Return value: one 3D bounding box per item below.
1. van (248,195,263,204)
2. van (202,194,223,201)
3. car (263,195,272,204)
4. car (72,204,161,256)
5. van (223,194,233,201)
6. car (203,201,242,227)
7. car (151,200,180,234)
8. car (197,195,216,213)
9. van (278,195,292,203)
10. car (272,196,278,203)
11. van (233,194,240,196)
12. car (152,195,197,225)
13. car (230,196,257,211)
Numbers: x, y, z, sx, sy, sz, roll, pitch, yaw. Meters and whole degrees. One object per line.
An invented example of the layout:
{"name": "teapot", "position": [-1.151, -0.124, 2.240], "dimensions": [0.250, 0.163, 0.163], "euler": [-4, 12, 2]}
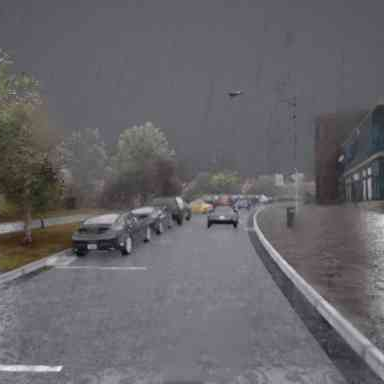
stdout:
{"name": "van", "position": [12.274, 1.541, 66.734], "dimensions": [1.878, 1.987, 4.442], "euler": [-2, -1, 25]}
{"name": "van", "position": [2.196, 1.317, 40.701], "dimensions": [1.878, 1.987, 4.442], "euler": [-3, 0, 14]}
{"name": "car", "position": [14.813, 1.571, 71.616], "dimensions": [2.435, 2.045, 5.566], "euler": [-2, -1, 26]}
{"name": "car", "position": [-2.967, 1.486, 13.141], "dimensions": [2.231, 1.521, 4.892], "euler": [-3, 0, 6]}
{"name": "van", "position": [3.840, 1.349, 46.048], "dimensions": [1.878, 1.987, 4.442], "euler": [-3, 0, 19]}
{"name": "car", "position": [2.188, 1.552, 22.789], "dimensions": [1.994, 1.385, 4.181], "euler": [0, 0, 9]}
{"name": "car", "position": [-2.338, 1.489, 18.697], "dimensions": [2.231, 1.521, 4.892], "euler": [-3, 0, 7]}
{"name": "car", "position": [0.797, 1.514, 35.362], "dimensions": [1.946, 1.575, 5.366], "euler": [-3, 0, 15]}
{"name": "van", "position": [23.482, 1.730, 86.021], "dimensions": [1.878, 1.987, 4.442], "euler": [-2, 0, 32]}
{"name": "car", "position": [17.558, 1.912, 76.450], "dimensions": [2.002, 1.452, 4.674], "euler": [-2, 0, 30]}
{"name": "van", "position": [5.666, 1.388, 51.333], "dimensions": [1.878, 1.987, 4.442], "euler": [-3, 0, 19]}
{"name": "car", "position": [-1.520, 1.241, 24.263], "dimensions": [2.435, 2.045, 5.566], "euler": [-3, 0, 9]}
{"name": "car", "position": [6.495, 1.577, 41.586], "dimensions": [2.033, 1.411, 5.357], "euler": [-1, 0, 16]}
